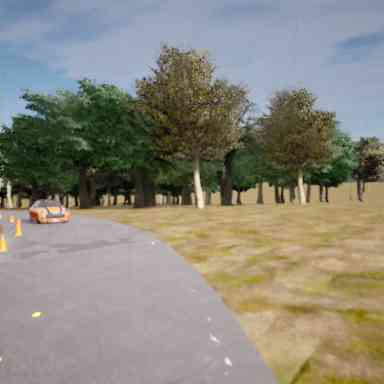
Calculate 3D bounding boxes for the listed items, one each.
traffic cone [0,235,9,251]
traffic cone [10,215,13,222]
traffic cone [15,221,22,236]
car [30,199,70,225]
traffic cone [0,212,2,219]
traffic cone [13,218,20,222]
[{"bbox_3d":[-7.196,1.943,12.681,0.340,0.580,0.340,-1,0,-18],"label":"traffic cone"},{"bbox_3d":[-13.638,1.999,25.225,0.340,0.580,0.340,-1,0,-36],"label":"traffic cone"},{"bbox_3d":[-8.901,1.944,17.078,0.340,0.580,0.340,-1,0,-24],"label":"traffic cone"},{"bbox_3d":[-10.377,1.337,24.159,2.097,1.767,4.553,-1,0,-34],"label":"car"},{"bbox_3d":[-16.616,2.061,28.885,0.340,0.580,0.340,-1,0,-42],"label":"traffic cone"},{"bbox_3d":[-11.057,1.960,21.275,0.340,0.580,0.340,-1,0,-30],"label":"traffic cone"}]
